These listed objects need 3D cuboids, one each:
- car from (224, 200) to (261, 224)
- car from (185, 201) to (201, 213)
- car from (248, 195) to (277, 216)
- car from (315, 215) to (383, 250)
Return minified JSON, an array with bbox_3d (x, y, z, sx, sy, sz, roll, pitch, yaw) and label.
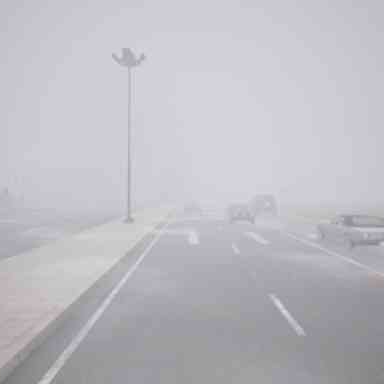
[{"bbox_3d":[3.601,1.616,25.654,2.033,1.411,5.357,0,0,0],"label":"car"},{"bbox_3d":[0.101,1.706,39.285,1.895,1.301,4.718,0,0,0],"label":"car"},{"bbox_3d":[7.101,1.312,34.060,2.150,2.045,5.566,0,0,0],"label":"car"},{"bbox_3d":[7.100,1.640,14.601,1.895,1.301,4.718,0,0,0],"label":"car"}]
